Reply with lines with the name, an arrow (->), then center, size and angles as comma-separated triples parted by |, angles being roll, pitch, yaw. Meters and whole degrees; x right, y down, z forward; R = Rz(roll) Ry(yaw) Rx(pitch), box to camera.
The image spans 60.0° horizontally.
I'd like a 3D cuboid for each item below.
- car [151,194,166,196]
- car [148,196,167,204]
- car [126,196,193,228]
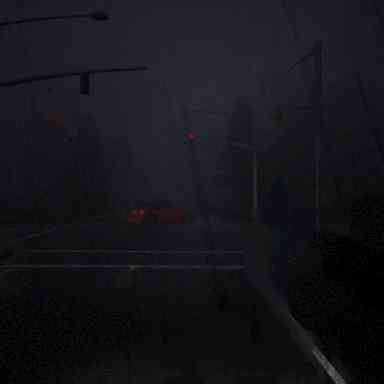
car -> -3.753, 1.221, 37.172 | 2.150, 2.045, 5.566 | 0, 0, -2
car -> -6.724, 1.547, 64.768 | 2.033, 1.411, 5.357 | 0, 0, -26
car -> -2.044, 1.352, 22.201 | 4.553, 1.767, 2.097 | 0, 0, -42
